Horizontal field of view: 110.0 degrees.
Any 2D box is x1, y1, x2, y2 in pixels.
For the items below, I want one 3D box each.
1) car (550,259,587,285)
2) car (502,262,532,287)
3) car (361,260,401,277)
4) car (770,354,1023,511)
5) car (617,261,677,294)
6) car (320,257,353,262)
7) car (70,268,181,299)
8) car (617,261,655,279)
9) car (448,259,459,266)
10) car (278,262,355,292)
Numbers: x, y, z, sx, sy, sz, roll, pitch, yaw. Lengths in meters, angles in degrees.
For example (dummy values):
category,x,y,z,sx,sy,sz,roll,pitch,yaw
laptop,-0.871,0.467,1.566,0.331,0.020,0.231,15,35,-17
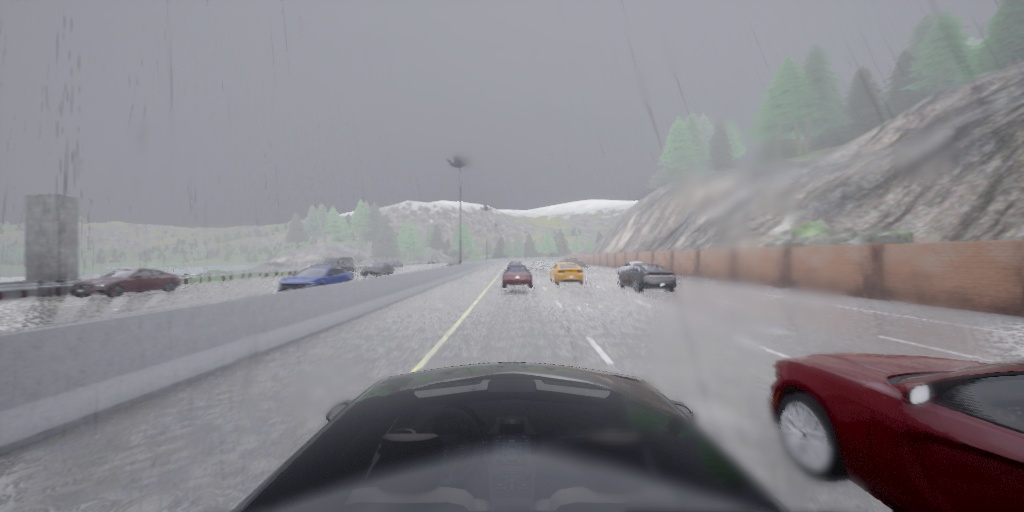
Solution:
category,x,y,z,sx,sy,sz,roll,pitch,yaw
car,3.878,1.201,25.909,1.882,1.535,5.008,0,0,0
car,0.354,1.313,24.639,1.994,1.385,4.181,0,0,0
car,-13.738,1.398,37.244,2.033,1.411,5.357,0,0,1
car,3.517,1.202,1.611,1.882,1.535,5.008,0,0,2
car,7.327,1.190,19.871,2.128,1.511,4.902,0,0,0
car,-17.257,1.100,34.763,2.150,2.045,5.566,0,0,1
car,-20.885,1.426,19.695,1.812,1.442,4.674,0,0,1
car,10.905,1.199,31.895,1.812,1.442,4.674,0,0,0
car,-10.003,1.326,62.662,1.837,1.490,4.892,0,0,1
car,-10.389,1.303,19.395,1.882,1.535,5.008,0,0,1
